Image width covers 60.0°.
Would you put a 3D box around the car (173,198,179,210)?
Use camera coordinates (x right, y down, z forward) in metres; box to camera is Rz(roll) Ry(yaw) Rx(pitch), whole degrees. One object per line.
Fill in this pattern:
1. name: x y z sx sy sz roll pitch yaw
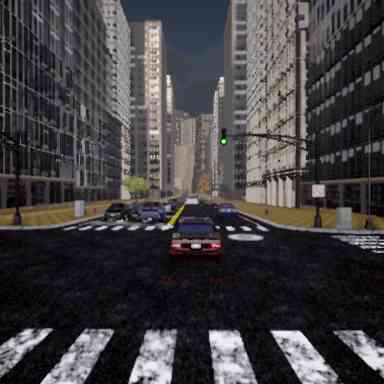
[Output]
1. car: -3.256 1.911 47.169 1.895 1.301 4.718 0 0 0

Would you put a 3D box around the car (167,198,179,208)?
1. car: -3.258 1.878 57.249 1.837 1.490 4.892 0 0 0

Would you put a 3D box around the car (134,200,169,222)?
1. car: -3.325 1.543 28.275 2.097 1.767 4.553 0 0 -1

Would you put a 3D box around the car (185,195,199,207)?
1. car: -0.008 1.613 60.438 2.150 2.045 5.566 0 0 0

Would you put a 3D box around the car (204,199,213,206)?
1. car: 3.250 2.003 62.078 1.895 1.301 4.718 0 0 0

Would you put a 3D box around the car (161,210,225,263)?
1. car: 0.115 1.658 12.554 2.033 1.411 5.357 1 1 0

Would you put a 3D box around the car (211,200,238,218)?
1. car: 3.346 1.767 32.734 2.033 1.411 5.357 0 0 0

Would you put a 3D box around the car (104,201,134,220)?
1. car: -6.597 1.708 30.108 1.837 1.490 4.892 0 0 0

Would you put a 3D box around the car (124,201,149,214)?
1. car: -6.565 1.813 39.987 2.033 1.411 5.357 0 0 0

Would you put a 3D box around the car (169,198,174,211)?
1. car: -3.329 1.774 37.194 1.812 1.442 4.674 0 0 0

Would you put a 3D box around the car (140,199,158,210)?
1. car: -6.508 1.880 50.657 2.033 1.411 5.357 0 0 0
